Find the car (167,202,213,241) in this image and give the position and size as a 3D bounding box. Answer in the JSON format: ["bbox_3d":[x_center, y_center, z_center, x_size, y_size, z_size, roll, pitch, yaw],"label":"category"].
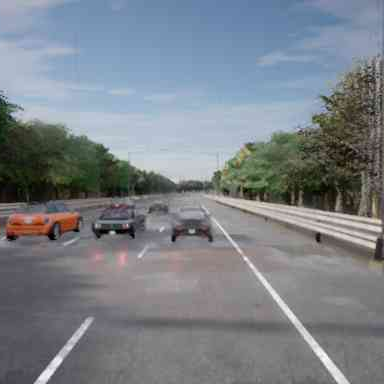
[{"bbox_3d":[0.012,1.432,15.904,1.812,1.442,4.674,0,0,0],"label":"car"}]

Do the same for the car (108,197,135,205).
[{"bbox_3d":[-6.938,1.287,33.033,2.097,1.767,4.553,0,0,0],"label":"car"}]

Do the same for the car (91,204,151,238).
[{"bbox_3d":[-3.481,1.508,16.785,1.895,1.301,4.718,0,0,0],"label":"car"}]

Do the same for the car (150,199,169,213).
[{"bbox_3d":[-3.428,1.467,35.336,1.812,1.442,4.674,0,0,0],"label":"car"}]

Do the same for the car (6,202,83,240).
[{"bbox_3d":[-6.983,1.258,16.317,2.097,1.767,4.553,0,0,0],"label":"car"}]
